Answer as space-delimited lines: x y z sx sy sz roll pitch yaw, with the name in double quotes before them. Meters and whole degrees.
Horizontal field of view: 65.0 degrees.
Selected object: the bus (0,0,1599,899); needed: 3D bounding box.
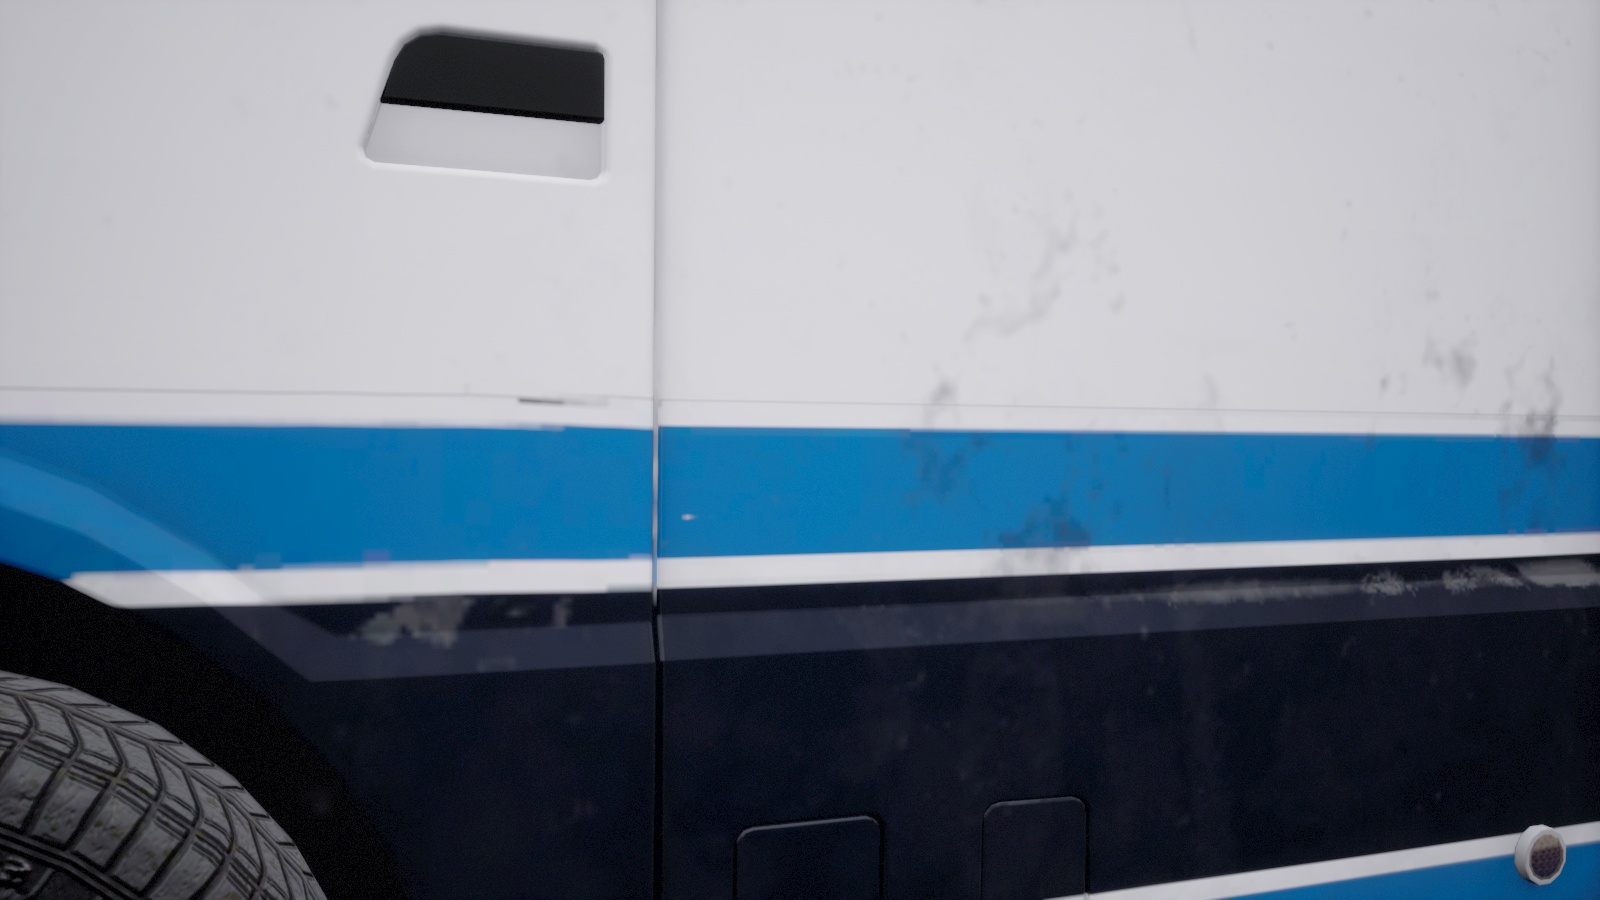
"bus" 1.220 -0.652 3.685 10.273 4.253 3.944 -1 1 -21
